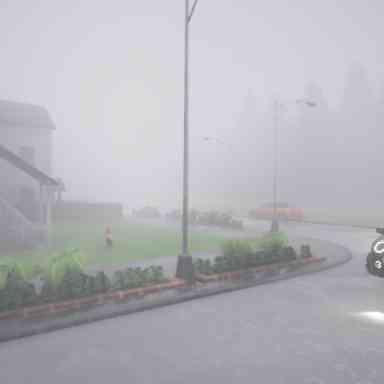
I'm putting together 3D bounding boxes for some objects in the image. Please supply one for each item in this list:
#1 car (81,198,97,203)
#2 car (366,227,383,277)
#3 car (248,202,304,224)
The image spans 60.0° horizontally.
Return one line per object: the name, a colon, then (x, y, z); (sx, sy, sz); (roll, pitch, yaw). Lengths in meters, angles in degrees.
car: (-16.343, 1.669, 52.372); (1.837, 1.490, 4.892); (1, -1, -35)
car: (6.719, 1.458, 9.784); (2.097, 1.767, 4.553); (0, -1, 37)
car: (6.734, 1.552, 27.086); (2.097, 1.767, 4.553); (1, 0, -35)
